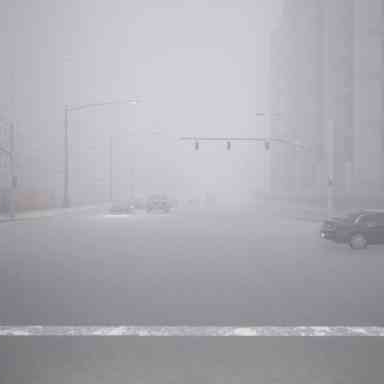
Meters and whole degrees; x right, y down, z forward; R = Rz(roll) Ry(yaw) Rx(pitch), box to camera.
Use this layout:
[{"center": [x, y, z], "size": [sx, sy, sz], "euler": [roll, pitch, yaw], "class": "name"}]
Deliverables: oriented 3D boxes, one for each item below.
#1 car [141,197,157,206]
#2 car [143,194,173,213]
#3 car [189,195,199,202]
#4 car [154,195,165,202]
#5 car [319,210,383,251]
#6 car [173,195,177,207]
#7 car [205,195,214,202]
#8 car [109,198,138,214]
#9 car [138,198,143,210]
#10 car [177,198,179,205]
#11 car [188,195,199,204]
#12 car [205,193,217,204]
[{"center": [-6.989, 1.560, 54.401], "size": [1.994, 1.385, 4.181], "euler": [0, 0, 1], "class": "car"}, {"center": [-3.736, 1.219, 37.577], "size": [2.150, 2.045, 5.566], "euler": [0, 0, 1], "class": "car"}, {"center": [0.407, 1.520, 75.336], "size": [2.128, 1.511, 4.902], "euler": [0, 0, 1], "class": "car"}, {"center": [-6.688, 1.321, 69.161], "size": [1.812, 1.442, 4.674], "euler": [0, 0, 1], "class": "car"}, {"center": [7.750, 1.504, 13.563], "size": [4.892, 1.490, 1.837], "euler": [0, 0, 0], "class": "car"}, {"center": [-3.595, 1.502, 47.494], "size": [1.837, 1.490, 4.892], "euler": [0, 0, 1], "class": "car"}, {"center": [3.908, 1.411, 75.424], "size": [1.837, 1.490, 4.892], "euler": [0, 0, 1], "class": "car"}, {"center": [-7.277, 1.562, 34.995], "size": [1.994, 1.385, 4.181], "euler": [0, 0, 1], "class": "car"}, {"center": [-7.158, 1.475, 43.822], "size": [1.882, 1.535, 5.008], "euler": [0, 0, 1], "class": "car"}, {"center": [-3.430, 1.349, 57.649], "size": [2.097, 1.767, 4.553], "euler": [0, 0, 1], "class": "car"}, {"center": [0.325, 1.560, 63.268], "size": [1.994, 1.385, 4.181], "euler": [0, 0, 1], "class": "car"}, {"center": [3.748, 1.218, 64.811], "size": [2.150, 2.045, 5.566], "euler": [0, 0, 1], "class": "car"}]
